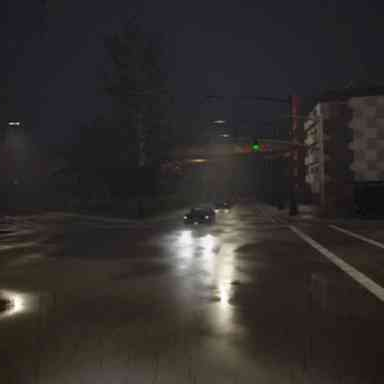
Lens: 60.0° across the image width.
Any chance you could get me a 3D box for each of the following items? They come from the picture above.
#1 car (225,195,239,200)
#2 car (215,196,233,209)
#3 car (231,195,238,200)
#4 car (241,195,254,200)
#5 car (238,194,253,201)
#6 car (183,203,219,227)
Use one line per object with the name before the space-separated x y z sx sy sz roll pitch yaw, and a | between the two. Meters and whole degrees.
car | 11.099 1.537 91.601 1.853 1.218 4.536 -2 0 34
car | 4.386 1.687 47.936 2.033 1.411 5.357 -2 0 9
car | 11.075 1.695 91.556 2.038 1.542 4.974 -2 0 34
car | 15.121 1.427 90.661 1.853 1.218 4.536 -1 0 -11
car | 15.136 1.584 90.609 2.038 1.542 4.974 -1 0 -11
car | 0.595 1.718 23.741 1.895 1.301 4.718 -1 0 9
